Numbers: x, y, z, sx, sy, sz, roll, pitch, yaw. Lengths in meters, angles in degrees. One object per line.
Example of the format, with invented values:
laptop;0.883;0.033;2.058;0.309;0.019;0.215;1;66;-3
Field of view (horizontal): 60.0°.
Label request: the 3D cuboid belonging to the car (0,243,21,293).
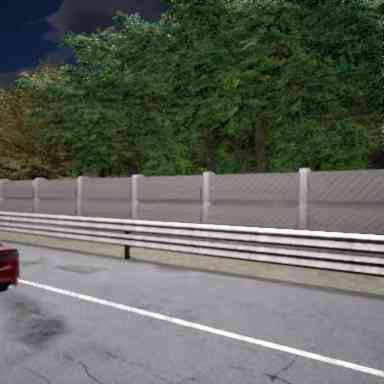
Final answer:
car;-6.044;1.511;7.697;5.008;1.535;1.882;0;-1;33
